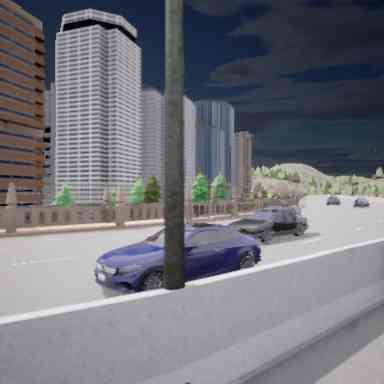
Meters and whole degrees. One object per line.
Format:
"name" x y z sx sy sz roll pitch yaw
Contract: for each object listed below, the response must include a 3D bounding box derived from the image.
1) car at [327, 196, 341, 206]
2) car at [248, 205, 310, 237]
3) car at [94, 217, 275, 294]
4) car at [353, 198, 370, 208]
"car" 25.302 1.545 59.459 2.097 1.767 4.553 0 0 19
"car" 3.967 1.610 16.779 5.357 1.411 2.033 0 0 -44
"car" -0.122 1.563 8.572 4.674 1.442 1.812 0 0 -39
"car" 26.044 1.684 51.084 1.812 1.442 4.674 0 0 21
